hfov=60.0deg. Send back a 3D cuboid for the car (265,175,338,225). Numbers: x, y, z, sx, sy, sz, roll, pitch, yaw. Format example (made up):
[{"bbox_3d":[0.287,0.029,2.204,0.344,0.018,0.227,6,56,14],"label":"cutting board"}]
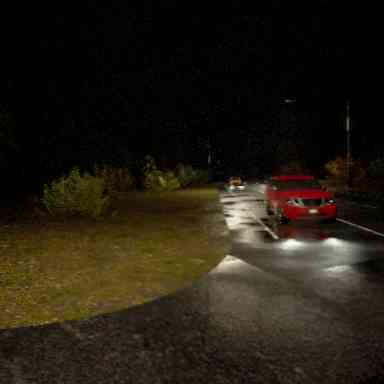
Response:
[{"bbox_3d":[4.820,0.236,15.525,2.150,2.045,5.566,-2,3,4],"label":"car"}]

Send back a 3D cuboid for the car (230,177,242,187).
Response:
[{"bbox_3d":[7.386,-1.771,56.826,1.882,1.535,5.008,-2,3,5],"label":"car"}]
